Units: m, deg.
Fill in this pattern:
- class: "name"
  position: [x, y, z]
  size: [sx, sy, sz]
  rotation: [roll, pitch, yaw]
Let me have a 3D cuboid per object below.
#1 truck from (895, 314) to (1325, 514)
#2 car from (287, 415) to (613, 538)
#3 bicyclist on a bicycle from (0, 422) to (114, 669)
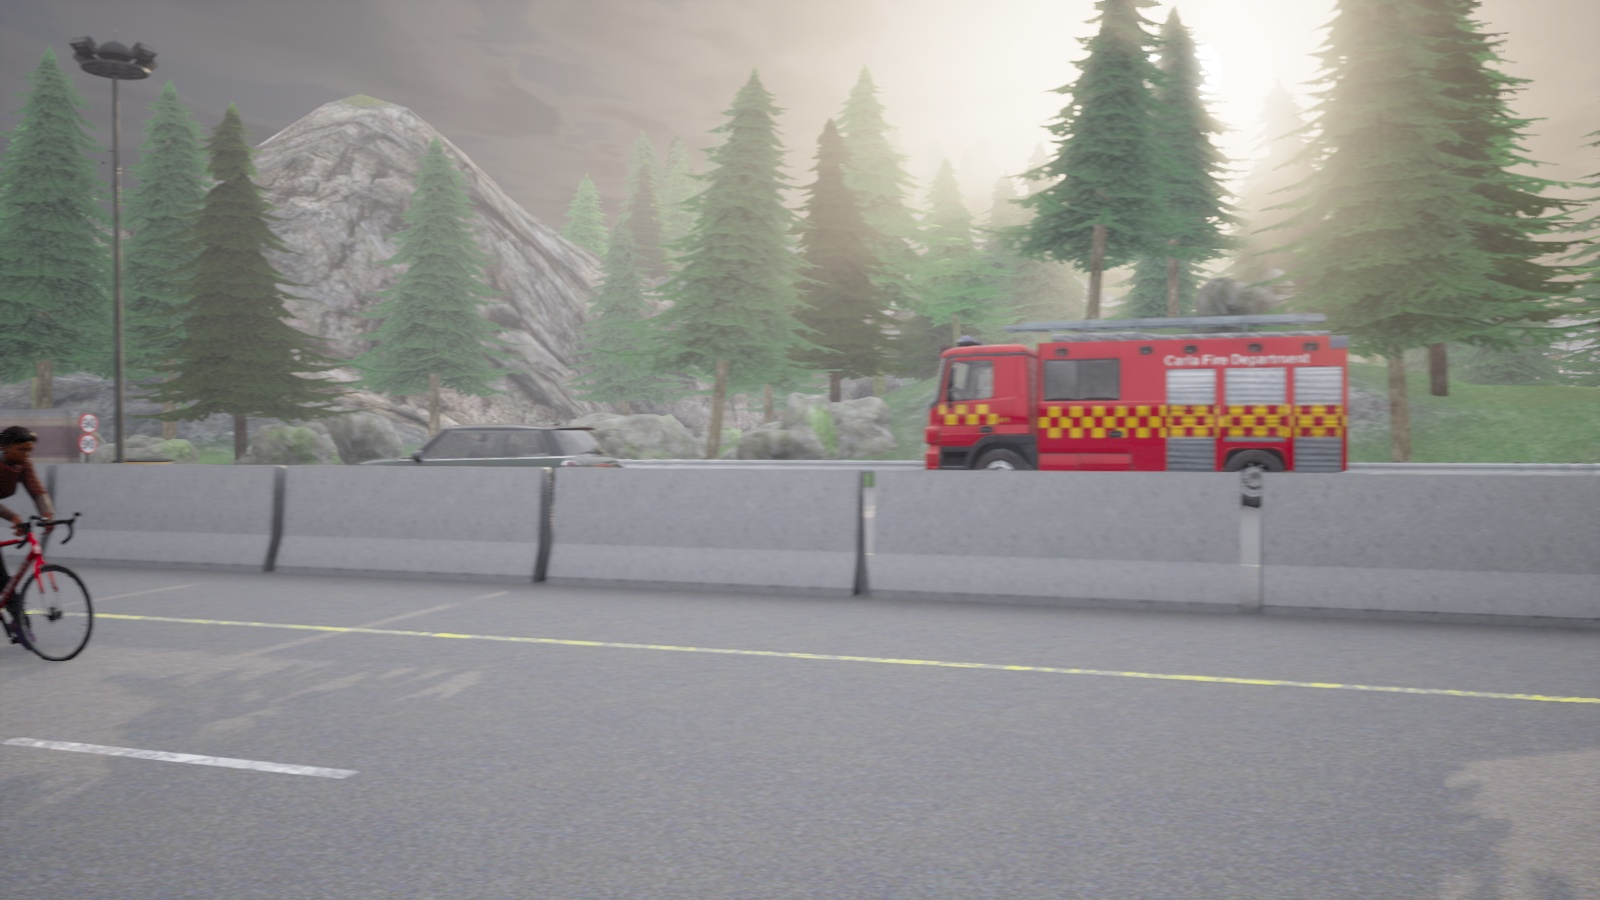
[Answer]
- class: "truck"
  position: [6.510, -0.744, 26.831]
  size: [8.468, 3.827, 2.891]
  rotation: [1, 1, 19]
- class: "car"
  position: [-5.485, 0.344, 19.803]
  size: [4.553, 1.767, 2.097]
  rotation: [1, 1, 19]
- class: "bicyclist on a bicycle"
  position: [-5.692, 0.615, 8.798]
  size: [1.656, 1.620, 0.582]
  rotation: [1, 1, 19]
